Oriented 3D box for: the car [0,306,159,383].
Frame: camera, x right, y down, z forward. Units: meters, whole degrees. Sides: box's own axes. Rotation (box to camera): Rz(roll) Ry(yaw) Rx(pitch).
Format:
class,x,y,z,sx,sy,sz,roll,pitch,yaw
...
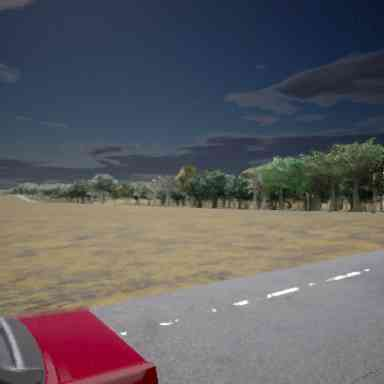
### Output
class,x,y,z,sx,sy,sz,roll,pitch,yaw
car,-2.675,1.603,2.082,4.718,1.301,1.895,0,0,-36
